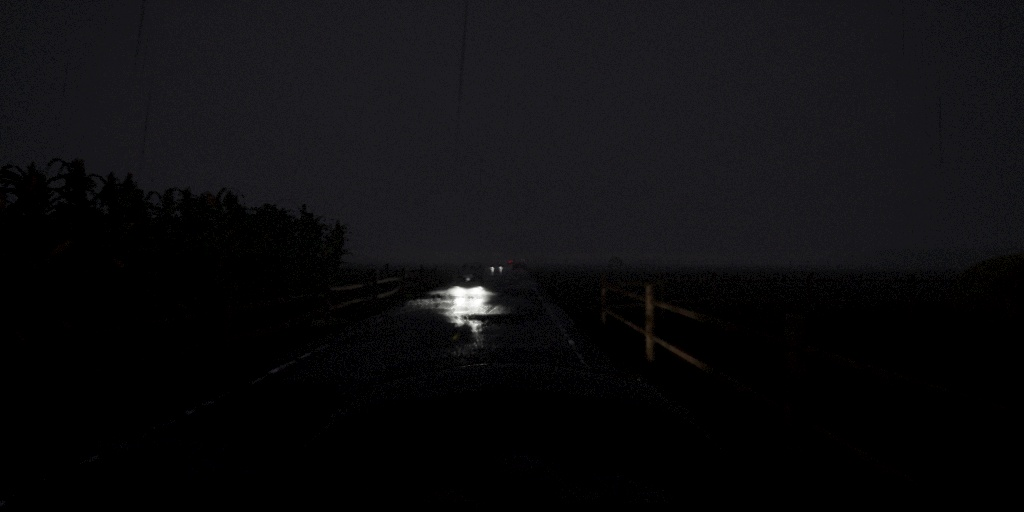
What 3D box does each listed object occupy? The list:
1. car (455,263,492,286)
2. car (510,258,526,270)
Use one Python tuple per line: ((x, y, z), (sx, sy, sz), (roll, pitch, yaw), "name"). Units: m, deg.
((-2.847, 1.240, 25.752), (2.128, 1.511, 4.902), (0, 0, 0), "car")
((0.961, 1.221, 51.115), (1.882, 1.535, 5.008), (0, 0, 0), "car")
